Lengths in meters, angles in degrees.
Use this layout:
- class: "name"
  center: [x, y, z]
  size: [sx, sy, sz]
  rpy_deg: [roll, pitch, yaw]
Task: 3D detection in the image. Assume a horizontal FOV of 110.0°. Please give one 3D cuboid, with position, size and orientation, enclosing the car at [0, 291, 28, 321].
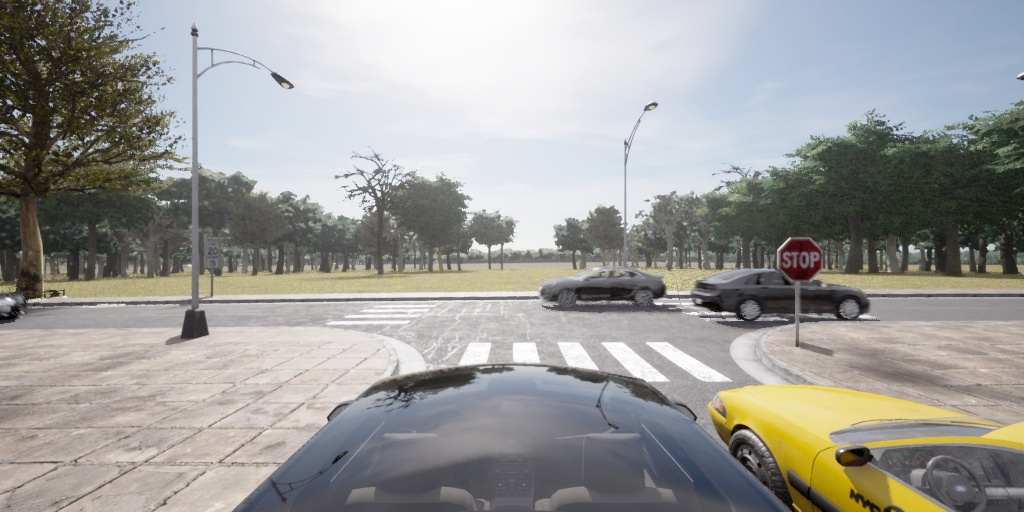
- class: "car"
  center: [-18.767, 1.488, 11.493]
  size: [4.902, 1.511, 2.128]
  rpy_deg: [-1, 0, 0]

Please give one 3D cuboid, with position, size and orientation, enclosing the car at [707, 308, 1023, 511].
- class: "car"
  center: [2.636, 1.275, 1.347]
  size: [1.751, 1.417, 4.829]
  rpy_deg: [0, 0, 0]

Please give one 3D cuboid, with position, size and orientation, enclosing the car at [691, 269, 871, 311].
- class: "car"
  center: [8.285, 1.154, 11.266]
  size: [4.892, 1.490, 1.837]
  rpy_deg: [0, 0, 0]

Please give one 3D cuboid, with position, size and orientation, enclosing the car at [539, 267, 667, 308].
- class: "car"
  center: [3.543, 1.181, 14.255]
  size: [4.902, 1.511, 2.128]
  rpy_deg: [-1, 0, 0]
